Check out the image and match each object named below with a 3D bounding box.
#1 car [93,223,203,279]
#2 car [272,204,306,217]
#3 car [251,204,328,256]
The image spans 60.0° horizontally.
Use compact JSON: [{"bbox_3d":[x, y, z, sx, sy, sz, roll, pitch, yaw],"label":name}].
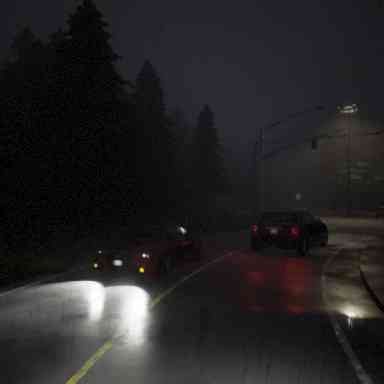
[{"bbox_3d":[-1.180,1.682,10.501,1.994,1.385,4.181,0,-1,22],"label":"car"},{"bbox_3d":[11.236,2.098,38.997,1.895,1.301,4.718,0,-1,-11],"label":"car"},{"bbox_3d":[4.308,1.526,14.327,2.097,1.767,4.553,0,-1,35],"label":"car"}]
